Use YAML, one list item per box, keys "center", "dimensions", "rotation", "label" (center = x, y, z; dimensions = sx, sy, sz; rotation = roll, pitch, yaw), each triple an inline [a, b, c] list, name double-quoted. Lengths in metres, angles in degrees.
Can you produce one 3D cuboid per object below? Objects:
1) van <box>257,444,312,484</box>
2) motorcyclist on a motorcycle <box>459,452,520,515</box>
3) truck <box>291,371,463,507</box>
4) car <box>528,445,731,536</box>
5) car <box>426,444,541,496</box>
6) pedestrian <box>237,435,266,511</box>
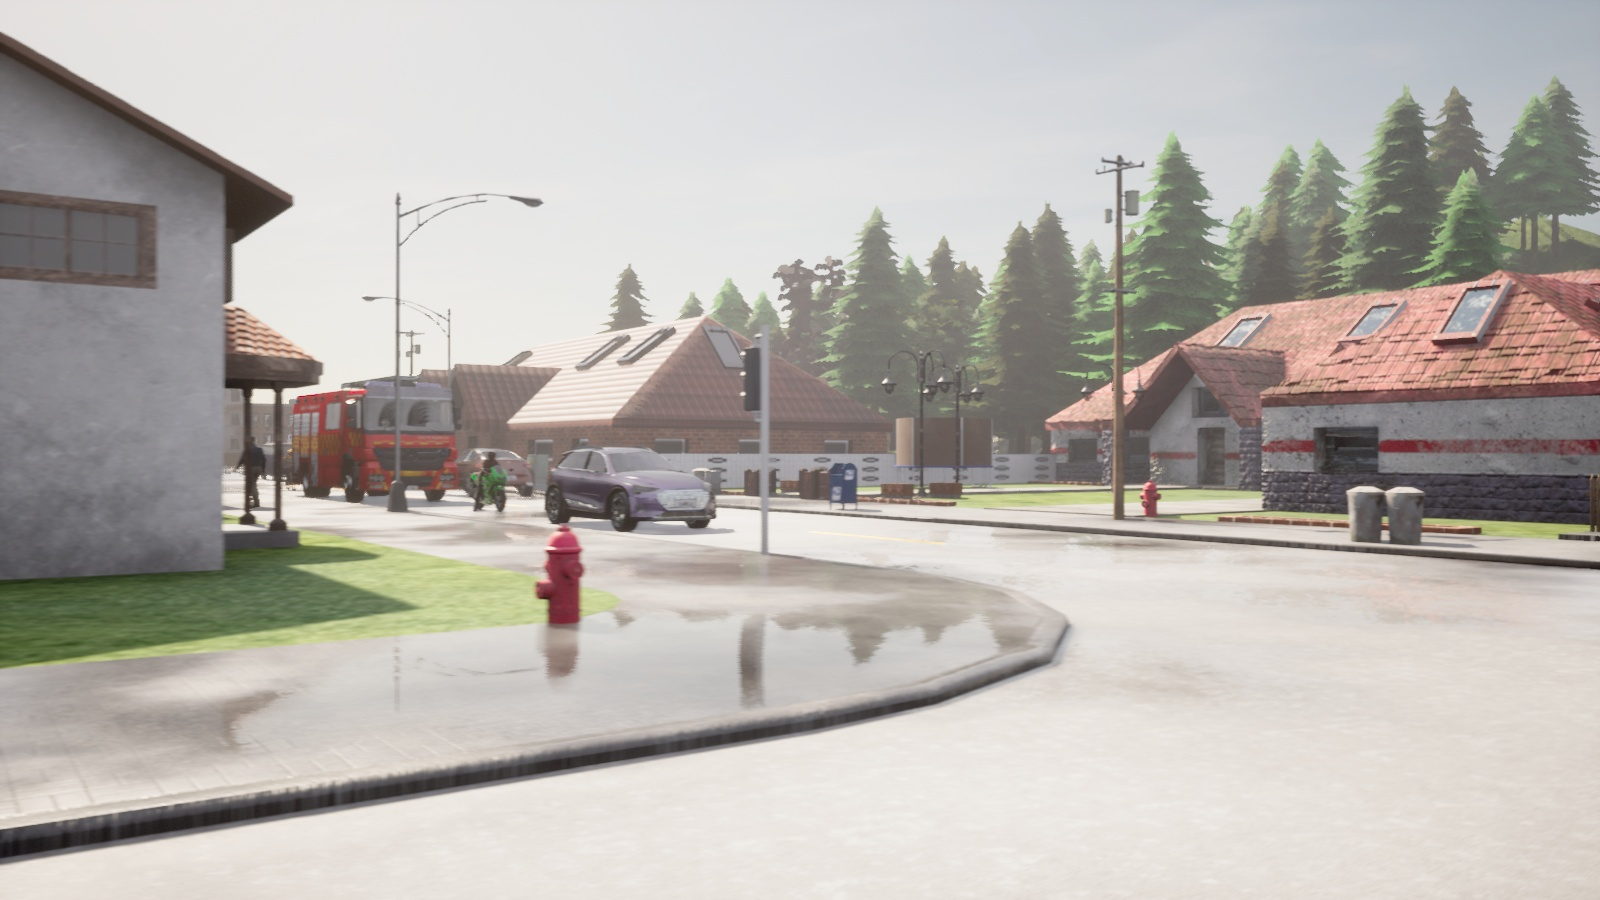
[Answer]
- center: [-27.061, 0.709, 65.867]
  dimensions: [1.775, 1.987, 4.442]
  rotation: [0, 0, -34]
  label: "van"
- center: [-7.794, 0.815, 31.447]
  dimensions: [0.797, 1.523, 2.044]
  rotation: [0, 0, -35]
  label: "motorcyclist on a motorcycle"
- center: [-13.524, -0.301, 39.617]
  dimensions: [2.891, 3.827, 8.468]
  rotation: [0, 0, -35]
  label: "truck"
- center: [-3.566, 0.739, 25.401]
  dimensions: [2.033, 1.649, 4.856]
  rotation: [0, 0, -35]
  label: "car"
- center: [-10.861, 0.643, 42.786]
  dimensions: [2.152, 1.651, 5.027]
  rotation: [0, 0, -35]
  label: "car"
- center: [-13.491, 0.556, 30.883]
  dimensions: [0.726, 1.835, 0.370]
  rotation: [0, 0, 38]
  label: "pedestrian"
